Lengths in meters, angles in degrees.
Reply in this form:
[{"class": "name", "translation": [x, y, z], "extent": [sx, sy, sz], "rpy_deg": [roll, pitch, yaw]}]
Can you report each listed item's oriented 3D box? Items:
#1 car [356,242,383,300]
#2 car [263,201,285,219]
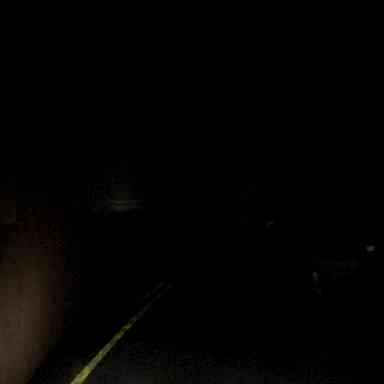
[{"class": "car", "translation": [4.572, 1.523, 6.234], "extent": [1.882, 1.535, 5.008], "rpy_deg": [0, 0, 13]}, {"class": "car", "translation": [8.049, 1.594, 30.343], "extent": [4.902, 1.511, 2.128], "rpy_deg": [1, 0, -41]}]
